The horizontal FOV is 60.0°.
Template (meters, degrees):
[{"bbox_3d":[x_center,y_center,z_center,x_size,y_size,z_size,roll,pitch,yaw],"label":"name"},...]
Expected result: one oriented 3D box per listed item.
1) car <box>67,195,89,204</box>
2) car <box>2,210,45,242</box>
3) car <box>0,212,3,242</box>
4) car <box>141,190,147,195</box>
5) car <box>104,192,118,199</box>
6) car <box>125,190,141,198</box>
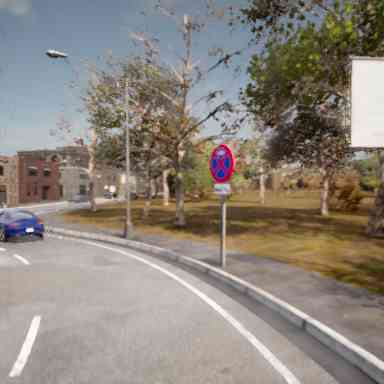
[{"bbox_3d":[-19.917,1.232,58.651,2.033,1.411,5.357,-1,1,7],"label":"car"},{"bbox_3d":[-9.242,1.653,17.317,1.812,1.442,4.674,-1,0,-44],"label":"car"},{"bbox_3d":[-10.108,1.360,13.619,5.566,2.045,2.150,-1,0,40],"label":"car"},{"bbox_3d":[-13.130,0.188,89.139,1.812,1.442,4.674,-1,1,7],"label":"car"},{"bbox_3d":[-18.113,0.745,74.291,1.882,1.535,5.008,-1,1,7],"label":"car"},{"bbox_3d":[-14.324,0.613,78.790,2.128,1.511,4.902,-1,1,7],"label":"car"}]
